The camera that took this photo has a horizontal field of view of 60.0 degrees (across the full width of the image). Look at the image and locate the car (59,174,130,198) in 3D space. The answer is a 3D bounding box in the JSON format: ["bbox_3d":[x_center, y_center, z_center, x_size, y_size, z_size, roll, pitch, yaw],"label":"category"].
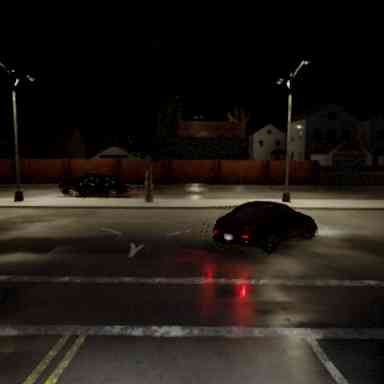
[{"bbox_3d":[-7.173,-0.406,25.025,4.892,1.490,1.837,0,6,-1],"label":"car"}]

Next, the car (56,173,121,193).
[{"bbox_3d":[-8.767,-0.820,28.470,5.008,1.535,1.882,0,6,-1],"label":"car"}]

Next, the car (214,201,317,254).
[{"bbox_3d":[2.646,1.050,11.593,1.812,1.442,4.674,4,5,42],"label":"car"}]
